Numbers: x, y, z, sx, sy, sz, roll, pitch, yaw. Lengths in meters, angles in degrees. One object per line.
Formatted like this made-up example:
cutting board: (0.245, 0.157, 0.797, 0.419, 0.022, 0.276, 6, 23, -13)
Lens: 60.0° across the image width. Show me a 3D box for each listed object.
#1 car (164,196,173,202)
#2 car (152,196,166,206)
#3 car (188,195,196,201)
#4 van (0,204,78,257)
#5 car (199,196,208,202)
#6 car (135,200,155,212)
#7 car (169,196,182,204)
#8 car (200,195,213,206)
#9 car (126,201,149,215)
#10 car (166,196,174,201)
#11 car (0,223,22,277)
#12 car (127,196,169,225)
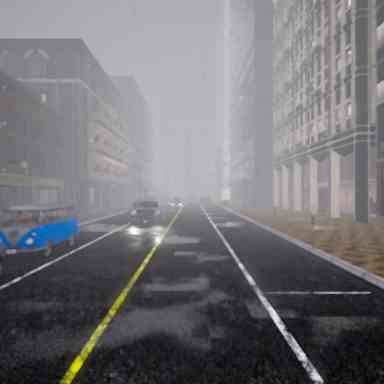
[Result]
car: (-5.683, 1.680, 80.367, 1.947, 1.339, 4.313, 0, 0, 0)
car: (-5.684, 1.514, 57.774, 1.967, 1.590, 4.097, 0, 0, 0)
car: (0.009, 1.473, 86.463, 1.837, 1.490, 4.892, 0, 0, 0)
van: (-5.689, 1.354, 12.586, 1.690, 1.788, 3.998, 0, 0, 0)
car: (2.698, 1.680, 80.367, 1.947, 1.339, 4.313, 0, 0, 0)
car: (-5.686, 1.629, 40.828, 1.802, 1.307, 4.206, 0, 0, 0)
car: (-3.008, 1.611, 65.471, 1.812, 1.442, 4.674, 0, 0, 0)
car: (2.696, 1.599, 57.943, 1.752, 1.417, 4.829, 0, 0, 0)
car: (-5.687, 1.620, 35.179, 1.802, 1.307, 4.206, 0, 0, 0)
car: (-5.682, 1.651, 85.847, 1.752, 1.417, 4.829, 0, 0, 0)
car: (-5.690, 1.573, 6.936, 1.947, 1.339, 4.313, 0, 0, 0)
car: (-3.097, 1.376, 24.293, 2.097, 1.767, 4.553, 0, 0, 0)
